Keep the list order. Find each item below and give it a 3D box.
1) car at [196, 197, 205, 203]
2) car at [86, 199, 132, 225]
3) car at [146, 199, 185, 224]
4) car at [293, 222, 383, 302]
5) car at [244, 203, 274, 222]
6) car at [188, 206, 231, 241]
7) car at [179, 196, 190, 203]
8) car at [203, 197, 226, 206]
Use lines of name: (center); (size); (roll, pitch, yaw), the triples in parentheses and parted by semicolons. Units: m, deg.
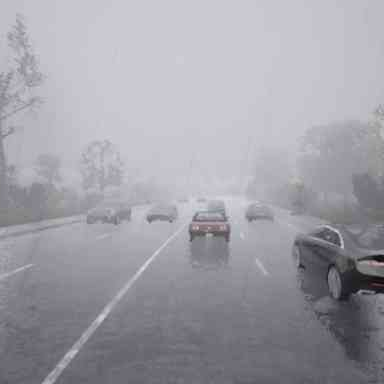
car: (1.925, 1.579, 65.923); (1.895, 1.301, 4.718); (0, 0, 6)
car: (-5.747, 1.328, 23.520); (2.097, 1.767, 4.553); (0, 0, 5)
car: (-2.078, 1.534, 25.297); (2.033, 1.411, 5.357); (0, 0, 5)
car: (3.907, 1.500, 8.237); (2.128, 1.511, 4.902); (0, 0, 2)
car: (5.276, 1.571, 26.450); (1.994, 1.385, 4.181); (0, 0, 5)
car: (0.921, 1.599, 16.754); (1.895, 1.301, 4.718); (0, 0, 4)
car: (-1.600, 1.528, 65.876); (1.994, 1.385, 4.181); (0, 0, 6)
car: (2.556, 1.544, 34.970); (2.033, 1.411, 5.357); (0, 0, 5)
